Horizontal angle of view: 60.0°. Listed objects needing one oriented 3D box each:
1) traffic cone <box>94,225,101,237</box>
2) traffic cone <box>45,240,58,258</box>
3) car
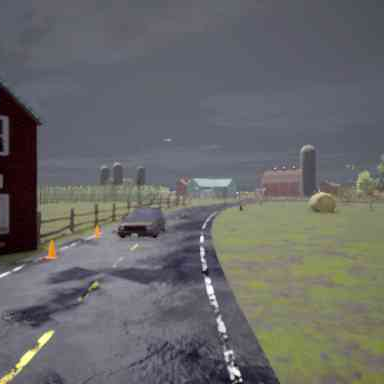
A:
[{"bbox_3d":[-4.735,1.954,16.581,0.340,0.580,0.340,0,0,2],"label":"traffic cone"},{"bbox_3d":[-4.845,1.957,11.498,0.340,0.580,0.340,0,0,0],"label":"traffic cone"},{"bbox_3d":[-2.471,1.542,17.682,2.033,1.411,5.357,0,0,3],"label":"car"}]
